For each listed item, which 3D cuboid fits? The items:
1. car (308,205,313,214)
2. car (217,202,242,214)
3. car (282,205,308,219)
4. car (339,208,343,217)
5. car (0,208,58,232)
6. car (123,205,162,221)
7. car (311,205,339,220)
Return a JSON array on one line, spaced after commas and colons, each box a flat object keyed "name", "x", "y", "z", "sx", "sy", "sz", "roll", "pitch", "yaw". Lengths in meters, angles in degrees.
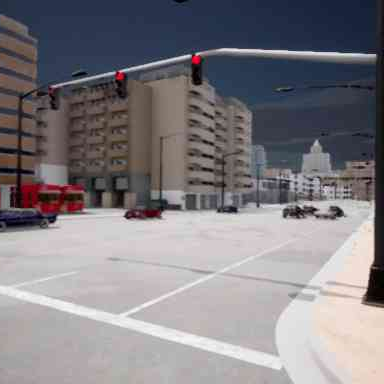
[{"name": "car", "x": 17.612, "y": 2.703, "z": 49.997, "sx": 2.128, "sy": 1.511, "sz": 4.902, "roll": 0, "pitch": -1, "yaw": 30}, {"name": "car", "x": 5.275, "y": 2.528, "z": 49.582, "sx": 1.994, "sy": 1.385, "sz": 4.181, "roll": 0, "pitch": -1, "yaw": 30}, {"name": "car", "x": 12.573, "y": 2.443, "z": 41.057, "sx": 1.837, "sy": 1.490, "sz": 4.892, "roll": 0, "pitch": -1, "yaw": 30}, {"name": "car", "x": 20.788, "y": 2.808, "z": 48.498, "sx": 1.994, "sy": 1.385, "sz": 4.181, "roll": 0, "pitch": -1, "yaw": 30}, {"name": "car", "x": -11.073, "y": 1.712, "z": 21.045, "sx": 1.895, "sy": 1.301, "sz": 4.718, "roll": 1, "pitch": -1, "yaw": 30}, {"name": "car", "x": -4.702, "y": 1.992, "z": 32.235, "sx": 1.994, "sy": 1.385, "sz": 4.181, "roll": 0, "pitch": -1, "yaw": 30}, {"name": "car", "x": 16.086, "y": 2.589, "z": 40.140, "sx": 1.895, "sy": 1.301, "sz": 4.718, "roll": 0, "pitch": -1, "yaw": 30}]
